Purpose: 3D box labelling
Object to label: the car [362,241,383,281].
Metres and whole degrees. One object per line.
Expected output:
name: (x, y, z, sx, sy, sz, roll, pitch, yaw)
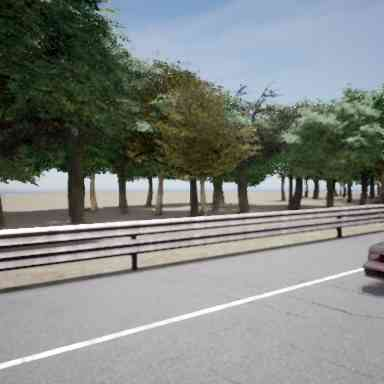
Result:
car: (6.335, 1.423, 8.105, 5.357, 1.411, 2.033, -1, 1, -34)
